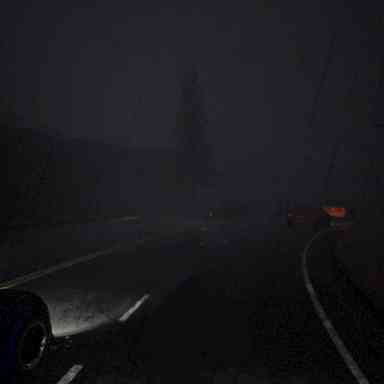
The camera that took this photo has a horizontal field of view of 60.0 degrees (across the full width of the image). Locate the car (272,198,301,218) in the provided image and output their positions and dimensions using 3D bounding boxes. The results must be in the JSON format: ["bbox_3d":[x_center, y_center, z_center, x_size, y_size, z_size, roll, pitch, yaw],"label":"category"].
[{"bbox_3d":[8.903,1.387,29.539,2.097,1.767,4.553,0,0,36],"label":"car"}]

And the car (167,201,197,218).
[{"bbox_3d":[0.122,1.525,29.769,2.033,1.411,5.357,0,0,36],"label":"car"}]

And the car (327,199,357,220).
[{"bbox_3d":[12.864,1.413,29.007,2.097,1.767,4.553,0,0,37],"label":"car"}]

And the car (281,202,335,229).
[{"bbox_3d":[7.784,1.598,22.019,1.994,1.385,4.181,0,0,35],"label":"car"}]

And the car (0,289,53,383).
[{"bbox_3d":[-3.032,1.542,2.956,1.994,1.385,4.181,0,0,5],"label":"car"}]

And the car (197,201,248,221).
[{"bbox_3d":[2.895,1.489,27.640,2.128,1.511,4.902,0,0,37],"label":"car"}]
